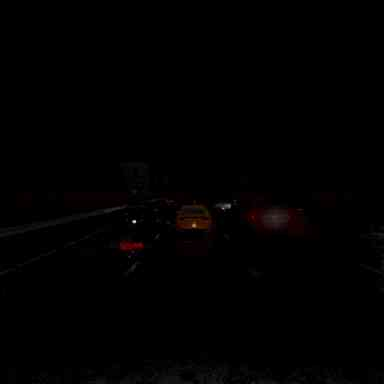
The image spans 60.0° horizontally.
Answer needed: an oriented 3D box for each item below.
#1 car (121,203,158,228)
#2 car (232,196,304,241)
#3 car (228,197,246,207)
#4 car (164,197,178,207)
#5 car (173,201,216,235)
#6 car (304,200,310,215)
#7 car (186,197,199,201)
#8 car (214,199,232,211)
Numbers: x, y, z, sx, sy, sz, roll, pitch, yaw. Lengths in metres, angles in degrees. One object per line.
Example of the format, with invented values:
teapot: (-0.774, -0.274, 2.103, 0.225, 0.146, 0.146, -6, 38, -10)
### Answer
car: (-3.400, 1.511, 22.062, 1.837, 1.490, 4.892, 0, 0, 0)
car: (3.601, 1.227, 16.989, 2.150, 2.045, 5.566, 0, 0, 0)
car: (7.099, 1.510, 52.703, 2.128, 1.511, 4.902, 0, 0, 0)
car: (-3.110, 1.521, 50.263, 1.837, 1.490, 4.892, 0, 0, 3)
car: (0.101, 1.484, 18.754, 1.882, 1.535, 5.008, 0, 0, 0)
car: (7.099, 1.501, 25.855, 2.128, 1.511, 4.902, 0, 0, 0)
car: (0.099, 1.523, 53.128, 1.837, 1.490, 4.892, 0, 0, 0)
car: (3.599, 1.615, 40.776, 1.895, 1.301, 4.718, 0, 0, 0)
